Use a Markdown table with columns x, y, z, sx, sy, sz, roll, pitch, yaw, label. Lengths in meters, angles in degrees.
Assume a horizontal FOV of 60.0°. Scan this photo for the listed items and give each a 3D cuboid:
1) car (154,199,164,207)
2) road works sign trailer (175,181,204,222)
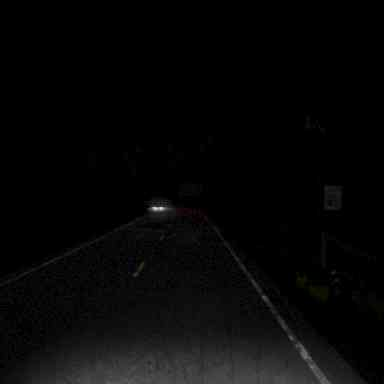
| x | y | z | sx | sy | sz | roll | pitch | yaw | label |
| --- | --- | --- | --- | --- | --- | --- | --- | --- | --- |
| -6.504 | 2.197 | 64.936 | 2.128 | 1.511 | 4.902 | 0 | -1 | -8 | car |
| -0.137 | 0.790 | 30.123 | 2.380 | 3.560 | 2.880 | 0 | -1 | -3 | road works sign trailer |
